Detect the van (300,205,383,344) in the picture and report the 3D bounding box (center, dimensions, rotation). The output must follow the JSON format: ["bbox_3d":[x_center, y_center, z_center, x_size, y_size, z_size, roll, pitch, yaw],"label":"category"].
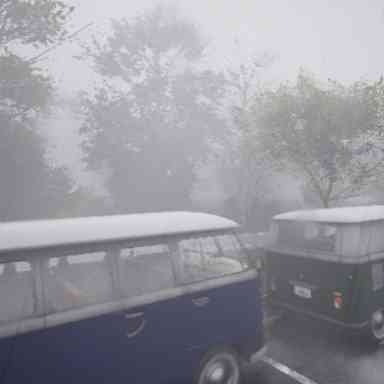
[{"bbox_3d":[3.506,1.263,6.415,4.442,1.987,1.878,-1,-1,-35],"label":"van"}]

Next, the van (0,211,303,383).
[{"bbox_3d":[-1.122,1.247,3.297,4.442,1.987,1.878,-1,-1,-36],"label":"van"}]
